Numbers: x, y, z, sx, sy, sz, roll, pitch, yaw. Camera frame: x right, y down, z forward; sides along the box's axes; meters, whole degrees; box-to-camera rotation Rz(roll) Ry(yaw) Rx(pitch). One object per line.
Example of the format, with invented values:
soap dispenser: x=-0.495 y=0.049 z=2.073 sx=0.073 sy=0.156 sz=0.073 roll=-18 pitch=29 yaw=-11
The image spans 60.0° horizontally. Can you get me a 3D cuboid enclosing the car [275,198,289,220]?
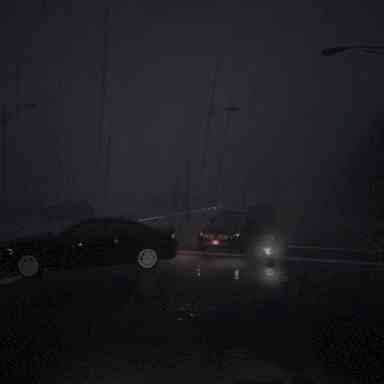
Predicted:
car: x=5.838 y=1.473 z=24.975 sx=2.128 sy=1.511 sz=4.902 roll=0 pitch=0 yaw=19

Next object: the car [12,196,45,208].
car: x=-21.752 y=1.273 z=44.273 sx=3.633 sy=1.501 sz=1.845 roll=0 pitch=0 yaw=18

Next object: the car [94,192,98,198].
car: x=-21.937 y=1.297 z=67.978 sx=3.806 sy=1.475 sz=1.970 roll=0 pitch=0 yaw=18

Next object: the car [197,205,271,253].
car: x=1.794 y=1.514 z=13.916 sx=1.812 sy=1.442 sz=4.674 roll=0 pitch=0 yaw=24

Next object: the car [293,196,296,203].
car: x=19.810 y=1.540 z=66.548 sx=1.994 sy=1.385 sz=4.181 roll=0 pitch=0 yaw=19

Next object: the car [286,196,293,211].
car: x=10.322 y=1.483 z=38.319 sx=1.837 sy=1.490 sz=4.892 roll=0 pitch=0 yaw=19

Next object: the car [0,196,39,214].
car: x=-15.152 y=1.355 z=29.404 sx=3.806 sy=1.475 sz=1.970 roll=0 pitch=0 yaw=18

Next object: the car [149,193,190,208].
car: x=-3.018 y=1.073 z=41.788 sx=4.605 sy=1.855 sz=1.932 roll=0 pitch=0 yaw=18

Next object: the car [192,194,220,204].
car: x=1.591 y=1.124 z=56.802 sx=5.027 sy=1.636 sz=2.152 roll=0 pitch=0 yaw=18

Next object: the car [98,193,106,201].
car: x=-20.299 y=1.013 z=70.935 sx=3.866 sy=1.878 sz=1.905 roll=0 pitch=0 yaw=18

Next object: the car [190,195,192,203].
car: x=-2.484 y=1.052 z=44.674 sx=3.866 sy=1.878 sz=1.905 roll=0 pitch=0 yaw=18

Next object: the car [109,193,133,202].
car: x=-13.887 y=1.045 z=65.314 sx=4.605 sy=1.855 sz=1.932 roll=0 pitch=0 yaw=18

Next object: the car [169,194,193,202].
car: x=-2.187 y=1.256 z=68.705 sx=4.514 sy=1.523 sz=2.007 roll=0 pitch=0 yaw=18

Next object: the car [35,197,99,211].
car: x=-9.067 y=1.355 z=24.216 sx=3.633 sy=1.501 sz=1.845 roll=0 pitch=0 yaw=18

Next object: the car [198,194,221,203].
car: x=3.328 y=1.201 z=62.988 sx=3.806 sy=1.475 sz=1.970 roll=0 pitch=0 yaw=18

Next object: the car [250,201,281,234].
car: x=3.934 y=1.489 z=19.327 sx=1.837 sy=1.490 sz=4.892 roll=0 pitch=0 yaw=19

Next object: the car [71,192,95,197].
car: x=-18.529 y=1.248 z=53.732 sx=4.514 sy=1.523 sz=2.007 roll=0 pitch=0 yaw=18

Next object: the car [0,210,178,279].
car: x=-2.920 y=1.475 z=9.917 sx=5.008 sy=1.535 sz=1.882 roll=0 pitch=0 yaw=-19
